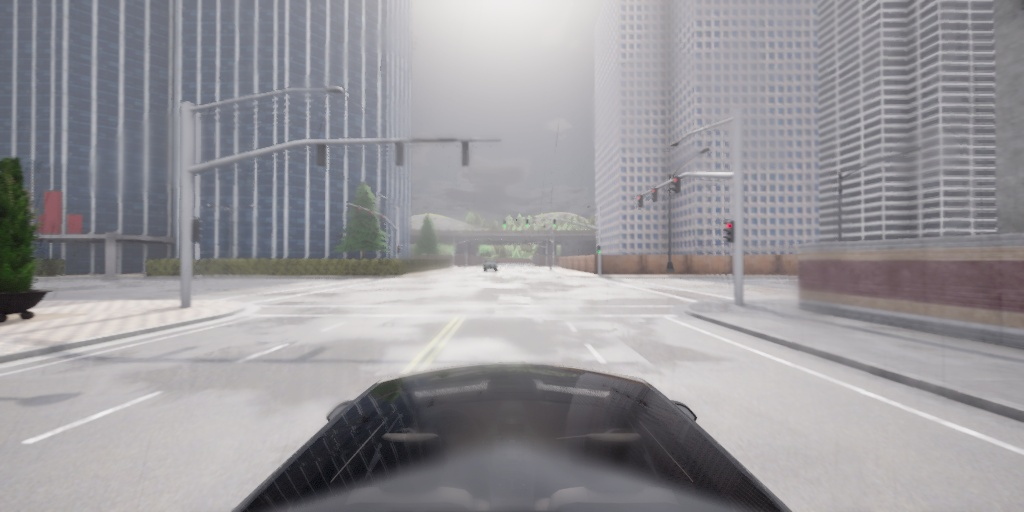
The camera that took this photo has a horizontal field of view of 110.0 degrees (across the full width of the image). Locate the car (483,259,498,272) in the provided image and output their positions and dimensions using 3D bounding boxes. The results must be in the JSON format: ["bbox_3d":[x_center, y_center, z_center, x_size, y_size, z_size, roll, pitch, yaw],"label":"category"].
[{"bbox_3d":[-3.521,1.506,58.835,2.150,2.045,5.566,0,-1,1],"label":"car"}]
